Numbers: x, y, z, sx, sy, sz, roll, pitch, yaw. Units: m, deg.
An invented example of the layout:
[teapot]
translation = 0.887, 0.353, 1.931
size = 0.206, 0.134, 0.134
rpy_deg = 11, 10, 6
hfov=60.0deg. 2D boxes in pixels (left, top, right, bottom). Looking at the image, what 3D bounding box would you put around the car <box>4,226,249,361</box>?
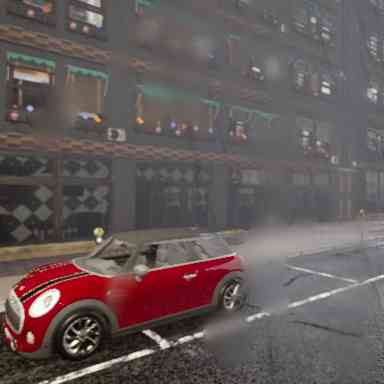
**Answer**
[car]
translation = -0.970, 1.426, 5.854
size = 4.097, 1.590, 1.967
rpy_deg = 0, 1, -36
